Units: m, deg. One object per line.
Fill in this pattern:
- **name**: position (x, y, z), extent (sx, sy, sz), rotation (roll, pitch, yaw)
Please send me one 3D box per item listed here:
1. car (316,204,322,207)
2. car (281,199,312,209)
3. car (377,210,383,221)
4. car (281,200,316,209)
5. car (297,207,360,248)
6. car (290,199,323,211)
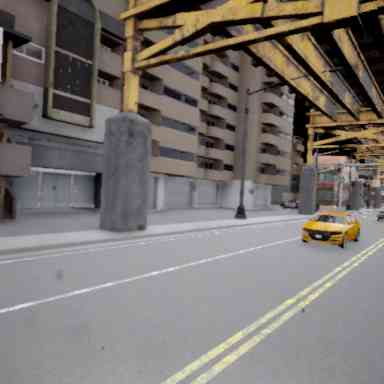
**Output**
- **car**: position (18.895, 1.955, 55.036), extent (4.536, 1.218, 1.853), rotation (3, 0, 16)
- **car**: position (16.197, 1.825, 51.909), extent (1.853, 1.218, 4.536), rotation (3, 0, -29)
- **car**: position (21.524, 2.519, 36.201), extent (1.994, 1.385, 4.181), rotation (4, 0, 36)
- **car**: position (16.213, 1.984, 51.865), extent (2.038, 1.542, 4.974), rotation (3, 0, -29)
- **car**: position (7.068, 1.753, 16.649), extent (1.882, 1.535, 5.008), rotation (4, 1, 36)
- **car**: position (18.936, 2.116, 55.023), extent (4.974, 1.542, 2.038), rotation (3, 0, 16)
